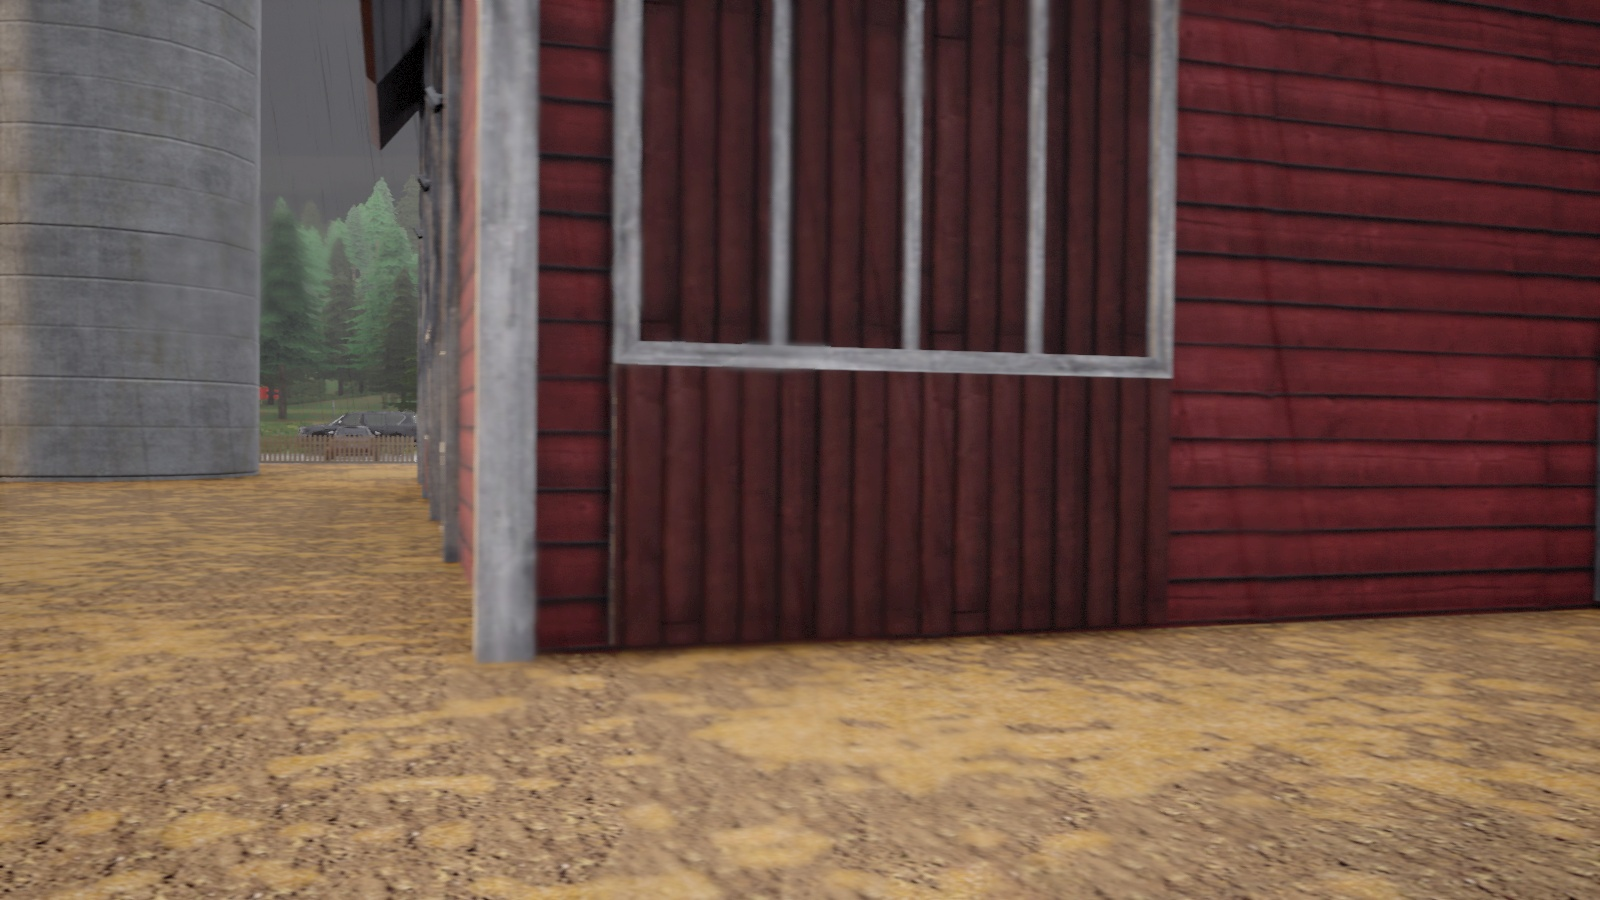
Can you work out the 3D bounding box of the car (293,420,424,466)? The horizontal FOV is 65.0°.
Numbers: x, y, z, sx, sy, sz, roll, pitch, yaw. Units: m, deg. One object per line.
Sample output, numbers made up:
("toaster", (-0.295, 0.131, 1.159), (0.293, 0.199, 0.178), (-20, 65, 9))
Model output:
("car", (-20.279, -0.343, 57.893), (5.566, 2.045, 2.150), (-1, 1, -17))
